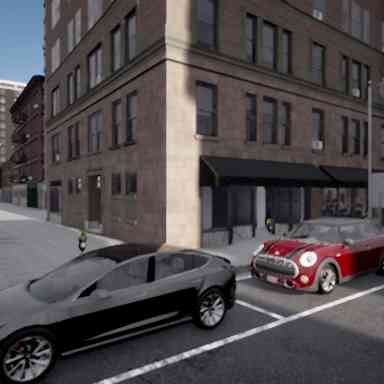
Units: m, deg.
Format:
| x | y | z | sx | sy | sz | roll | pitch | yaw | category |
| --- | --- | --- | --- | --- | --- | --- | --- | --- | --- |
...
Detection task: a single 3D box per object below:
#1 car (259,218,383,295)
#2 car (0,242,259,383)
| x | y | z | sx | sy | sz | roll | pitch | yaw | category |
| --- | --- | --- | --- | --- | --- | --- | --- | --- | --- |
| 3.425 | 1.445 | 8.675 | 4.097 | 1.590 | 1.967 | 0 | 0 | -36 | car |
| -1.183 | 1.567 | 5.350 | 4.313 | 1.339 | 1.947 | 0 | 0 | -36 | car |
